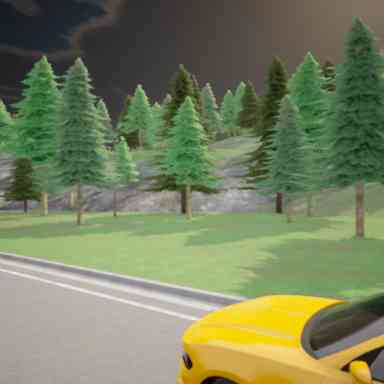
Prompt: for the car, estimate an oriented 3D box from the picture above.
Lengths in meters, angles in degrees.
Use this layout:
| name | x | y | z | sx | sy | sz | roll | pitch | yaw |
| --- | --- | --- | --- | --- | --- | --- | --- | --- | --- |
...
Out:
| name | x | y | z | sx | sy | sz | roll | pitch | yaw |
| --- | --- | --- | --- | --- | --- | --- | --- | --- | --- |
| car | 2.155 | 1.472 | 2.453 | 5.008 | 1.535 | 1.882 | 0 | 0 | 35 |
